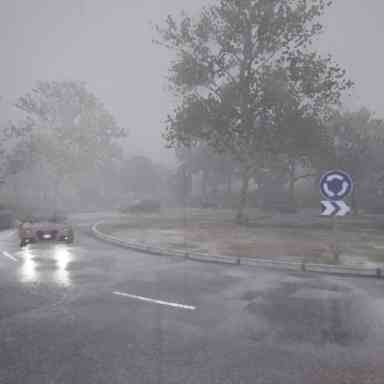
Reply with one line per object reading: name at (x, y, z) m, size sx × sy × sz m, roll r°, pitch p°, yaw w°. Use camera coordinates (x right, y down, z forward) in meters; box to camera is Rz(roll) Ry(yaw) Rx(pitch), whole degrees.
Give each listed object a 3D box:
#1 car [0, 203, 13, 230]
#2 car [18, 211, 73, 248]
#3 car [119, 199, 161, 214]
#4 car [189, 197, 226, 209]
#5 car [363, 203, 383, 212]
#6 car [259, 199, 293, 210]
car at (-11.372, 1.352, 17.998) m, size 2.097 × 1.767 × 4.553 m, roll 0°, pitch 0°, yaw -14°
car at (-6.668, 1.564, 14.974) m, size 1.994 × 1.385 × 4.181 m, roll 0°, pitch 0°, yaw -28°
car at (-5.422, 1.503, 34.984) m, size 1.837 × 1.490 × 4.892 m, roll -2°, pitch -1°, yaw 40°
car at (2.042, 1.406, 44.101) m, size 4.902 × 1.511 × 2.128 m, roll 0°, pitch 0°, yaw -16°
car at (21.660, 1.685, 36.777) m, size 1.895 × 1.301 × 4.718 m, roll 0°, pitch 0°, yaw -41°
car at (10.564, 1.545, 42.000) m, size 4.181 × 1.385 × 1.994 m, roll 1°, pitch 0°, yaw 5°
